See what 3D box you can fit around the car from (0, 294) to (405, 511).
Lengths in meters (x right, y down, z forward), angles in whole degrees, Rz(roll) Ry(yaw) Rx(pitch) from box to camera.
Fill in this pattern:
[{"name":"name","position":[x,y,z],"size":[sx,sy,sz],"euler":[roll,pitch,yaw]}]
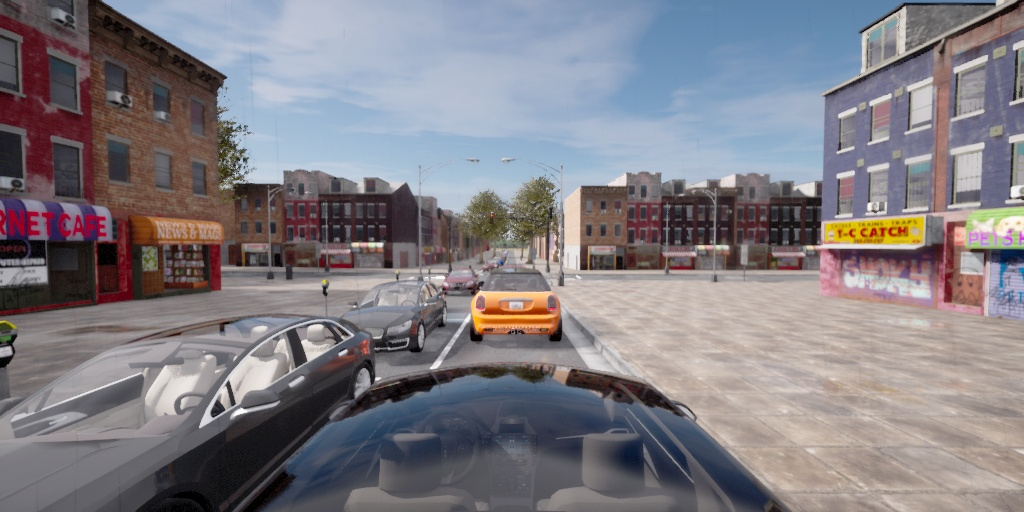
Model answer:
[{"name":"car","position":[-2.643,1.299,3.184],"size":[2.007,1.370,4.403],"euler":[0,0,0]}]

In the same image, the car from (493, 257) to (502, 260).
[{"name":"car","position":[-2.719,1.226,46.301],"size":[1.967,1.591,4.097],"euler":[0,0,0]}]

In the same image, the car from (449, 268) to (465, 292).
[{"name":"car","position":[-2.672,1.329,19.526],"size":[1.802,1.307,4.207],"euler":[0,0,0]}]

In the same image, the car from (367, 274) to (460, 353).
[{"name":"car","position":[-2.652,1.296,8.632],"size":[2.007,1.370,4.403],"euler":[0,0,0]}]

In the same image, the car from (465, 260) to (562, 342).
[{"name":"car","position":[0.085,1.098,9.941],"size":[2.097,1.767,4.553],"euler":[0,0,0]}]
